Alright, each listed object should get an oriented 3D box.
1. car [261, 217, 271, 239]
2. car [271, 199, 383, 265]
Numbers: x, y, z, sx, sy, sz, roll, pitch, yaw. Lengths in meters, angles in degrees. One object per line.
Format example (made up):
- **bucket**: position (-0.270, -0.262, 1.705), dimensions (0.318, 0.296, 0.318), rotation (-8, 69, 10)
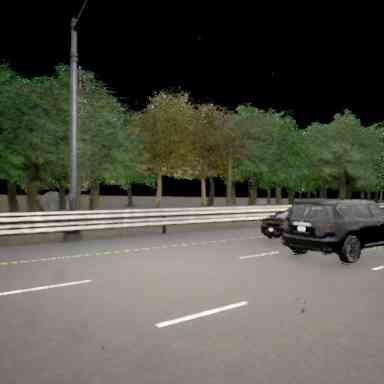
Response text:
- **car**: position (5.581, 1.549, 16.365), dimensions (5.008, 1.535, 1.882), rotation (0, 0, -35)
- **car**: position (5.715, 1.279, 12.192), dimensions (5.566, 2.045, 2.150), rotation (0, 0, -35)
